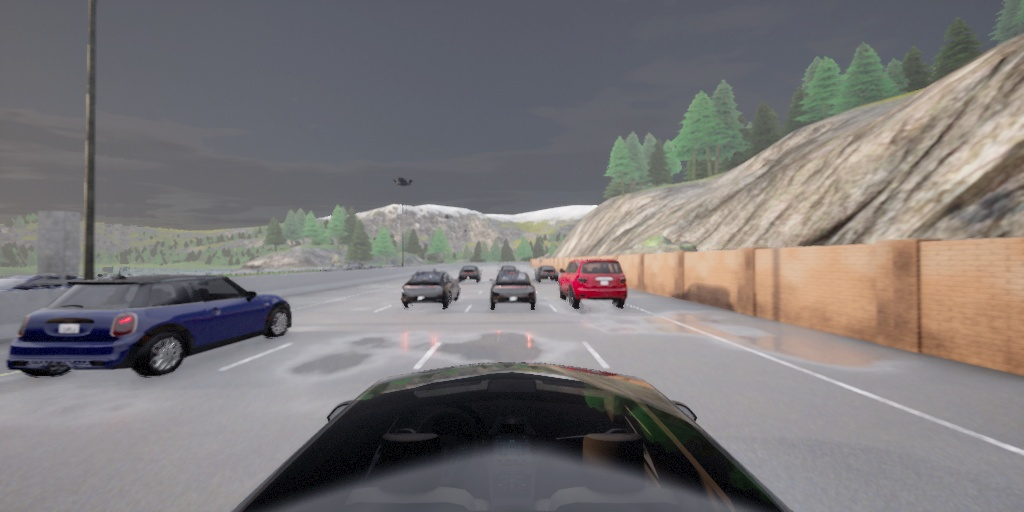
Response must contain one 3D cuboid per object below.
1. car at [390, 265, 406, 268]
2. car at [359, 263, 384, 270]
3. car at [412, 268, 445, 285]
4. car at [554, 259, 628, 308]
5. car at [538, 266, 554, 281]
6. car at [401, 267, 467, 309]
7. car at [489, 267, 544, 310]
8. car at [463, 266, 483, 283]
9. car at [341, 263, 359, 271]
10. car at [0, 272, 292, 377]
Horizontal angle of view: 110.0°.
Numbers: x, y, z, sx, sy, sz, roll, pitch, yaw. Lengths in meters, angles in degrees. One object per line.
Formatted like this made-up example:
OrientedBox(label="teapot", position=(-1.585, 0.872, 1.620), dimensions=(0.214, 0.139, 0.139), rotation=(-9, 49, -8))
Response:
OrientedBox(label="car", position=(-18.613, 2.084, 59.222), dimensions=(1.895, 1.301, 4.718), rotation=(0, -1, -1))
OrientedBox(label="car", position=(-22.073, 2.054, 56.981), dimensions=(1.895, 1.301, 4.718), rotation=(0, -1, -1))
OrientedBox(label="car", position=(-7.319, 1.734, 31.818), dimensions=(1.895, 1.301, 4.718), rotation=(0, -1, -1))
OrientedBox(label="car", position=(3.513, 1.159, 16.456), dimensions=(2.150, 2.045, 5.566), rotation=(0, -1, -1))
OrientedBox(label="car", position=(3.144, 1.659, 33.429), dimensions=(1.837, 1.490, 4.892), rotation=(0, -1, -1))
OrientedBox(label="car", position=(-3.484, 1.423, 15.994), dimensions=(2.128, 1.511, 4.902), rotation=(0, -1, -1))
OrientedBox(label="car", position=(0.016, 1.422, 15.880), dimensions=(2.128, 1.511, 4.902), rotation=(0, -1, -1))
OrientedBox(label="car", position=(-3.858, 1.659, 33.432), dimensions=(1.837, 1.490, 4.892), rotation=(0, -1, -1))
OrientedBox(label="car", position=(-25.608, 1.969, 58.925), dimensions=(1.837, 1.490, 4.892), rotation=(0, -1, -1))
OrientedBox(label="car", position=(-6.911, 1.178, 7.716), dimensions=(2.097, 1.767, 4.553), rotation=(0, -1, 0))
